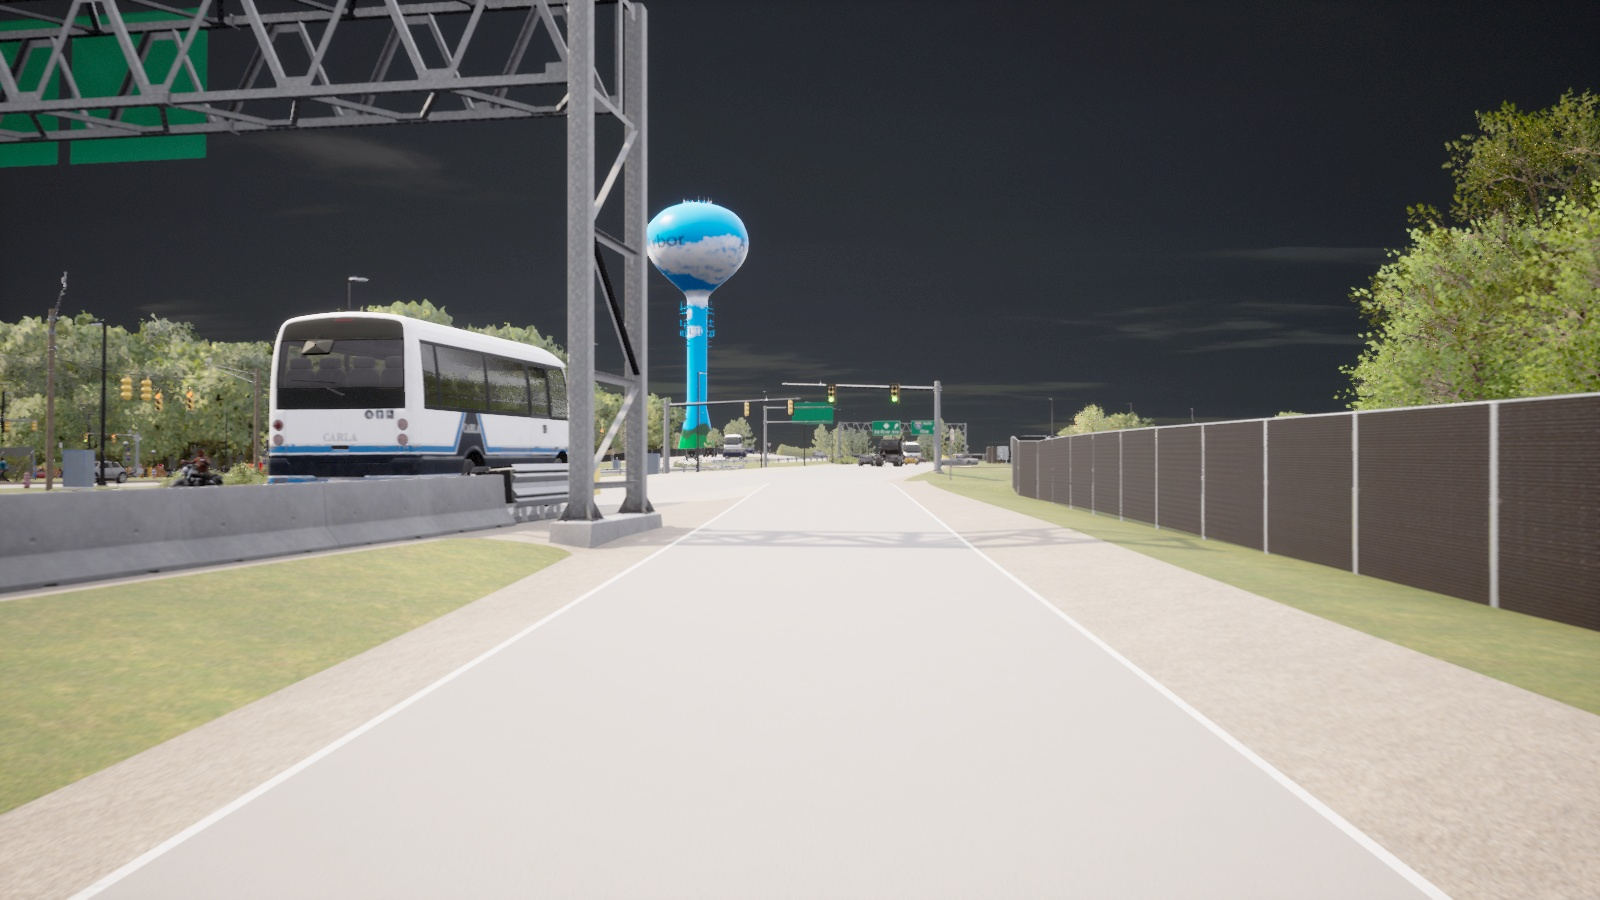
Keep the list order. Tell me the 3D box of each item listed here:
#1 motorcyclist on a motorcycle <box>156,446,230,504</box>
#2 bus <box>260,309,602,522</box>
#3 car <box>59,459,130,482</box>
[{"bbox_3d":[-17.884,0.725,37.049,0.766,1.649,2.350,0,0,9],"label":"motorcyclist on a motorcycle"},{"bbox_3d":[-8.303,-0.655,30.454,3.944,4.253,10.273,0,0,9],"label":"bus"},{"bbox_3d":[-46.037,1.361,81.976,1.970,1.475,3.806,0,-1,13],"label":"car"}]
